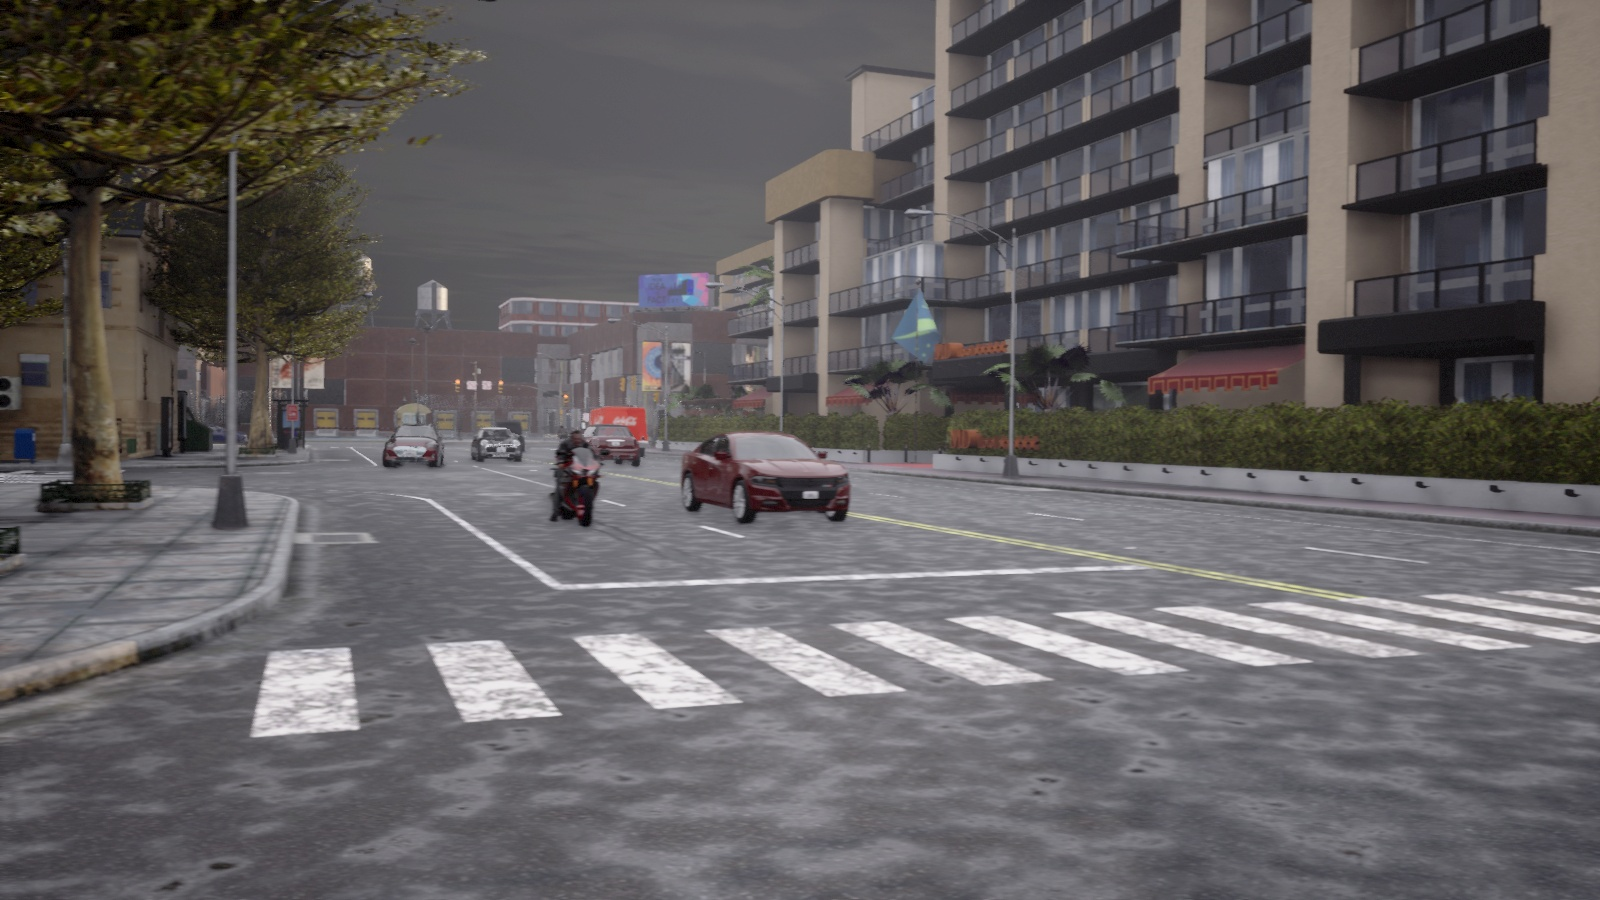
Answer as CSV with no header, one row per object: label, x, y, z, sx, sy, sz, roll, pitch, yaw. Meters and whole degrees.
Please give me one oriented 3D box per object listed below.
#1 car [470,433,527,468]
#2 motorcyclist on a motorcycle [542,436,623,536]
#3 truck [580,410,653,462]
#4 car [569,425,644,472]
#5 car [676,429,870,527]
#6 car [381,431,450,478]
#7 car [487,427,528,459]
car,-13.385,0.004,55.578,1.970,1.475,3.806,-1,1,-20
motorcyclist on a motorcycle,-3.567,0.539,20.429,0.866,1.530,2.191,-1,1,-21
truck,-9.583,-0.678,65.111,2.627,2.467,5.204,-1,-1,-21
car,-7.936,-0.090,51.151,2.097,1.767,4.553,-1,1,-21
car,-0.637,0.416,22.548,1.882,1.535,5.008,-1,1,-21
car,-14.416,0.114,47.292,2.033,1.649,4.856,0,1,-12
car,-17.987,-0.467,77.166,1.905,1.878,3.866,-1,1,-21
